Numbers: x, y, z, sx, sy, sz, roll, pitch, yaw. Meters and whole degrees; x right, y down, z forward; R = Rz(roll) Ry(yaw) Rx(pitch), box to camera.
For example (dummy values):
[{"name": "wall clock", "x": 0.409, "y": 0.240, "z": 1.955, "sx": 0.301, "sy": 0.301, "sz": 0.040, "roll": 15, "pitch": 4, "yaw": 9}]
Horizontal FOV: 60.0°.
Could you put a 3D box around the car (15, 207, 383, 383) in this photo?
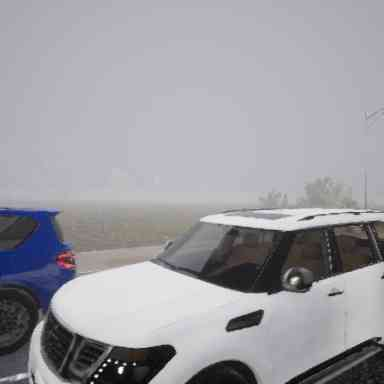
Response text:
[{"name": "car", "x": 0.985, "y": 1.266, "z": 4.385, "sx": 5.566, "sy": 2.045, "sz": 2.150, "roll": 1, "pitch": -1, "yaw": -35}]

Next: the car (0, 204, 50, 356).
[{"name": "car", "x": -4.429, "y": 1.207, "z": 4.516, "sx": 5.566, "sy": 2.045, "sz": 2.150, "roll": 1, "pitch": -1, "yaw": -36}]
